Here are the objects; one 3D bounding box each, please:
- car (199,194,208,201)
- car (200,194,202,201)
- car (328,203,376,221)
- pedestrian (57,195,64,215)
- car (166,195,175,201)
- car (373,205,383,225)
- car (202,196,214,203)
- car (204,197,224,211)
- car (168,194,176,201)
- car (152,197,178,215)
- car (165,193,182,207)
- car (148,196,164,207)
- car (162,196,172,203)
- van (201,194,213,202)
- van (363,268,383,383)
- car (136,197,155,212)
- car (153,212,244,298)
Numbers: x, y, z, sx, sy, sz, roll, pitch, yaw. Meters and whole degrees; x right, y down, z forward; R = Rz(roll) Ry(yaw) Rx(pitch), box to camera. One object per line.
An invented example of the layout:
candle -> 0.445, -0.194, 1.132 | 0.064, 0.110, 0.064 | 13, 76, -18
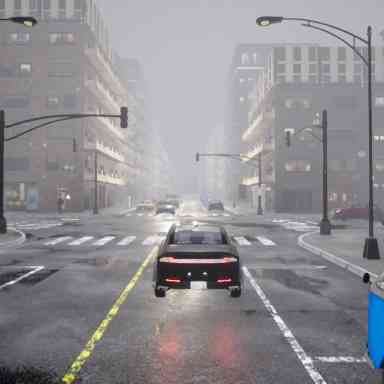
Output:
car -> 2.962, 1.354, 85.119 | 2.192, 1.841, 5.009 | 1, 0, 0
car -> 2.908, 1.554, 68.362 | 1.752, 1.417, 4.829 | 1, 0, 0
car -> 13.726, 1.609, 28.131 | 4.097, 1.590, 1.967 | 0, -1, 1
pedestrian -> -12.445, 1.218, 31.466 | 0.375, 1.860, 0.375 | 0, -1, 1
car -> -5.422, 1.590, 85.145 | 2.008, 1.369, 4.403 | 1, 0, 0
car -> 13.597, 1.583, 19.750 | 4.313, 1.339, 1.947 | 0, -1, 1
car -> 2.840, 1.568, 45.622 | 2.008, 1.369, 4.403 | 1, 0, 0
car -> 2.823, 1.581, 39.979 | 1.947, 1.339, 4.313 | 1, 0, 0
car -> -5.403, 1.483, 90.788 | 1.967, 1.590, 4.097 | 1, 0, 0
car -> -2.725, 1.560, 33.833 | 2.033, 1.411, 5.357 | 0, 0, -4
car -> -2.956, 1.236, 47.690 | 2.150, 2.045, 5.566 | 0, 1, 0
car -> -5.522, 1.460, 51.289 | 1.967, 1.590, 4.097 | 1, 0, 0
car -> -5.455, 1.577, 73.860 | 1.887, 1.381, 4.507 | 1, 0, 0
van -> 2.877, 1.364, 56.906 | 1.690, 1.788, 3.998 | 1, 0, 0
van -> 2.680, 1.342, 2.033 | 1.690, 1.788, 3.998 | 1, 0, 0
car -> -5.557, 1.540, 39.834 | 1.752, 1.417, 4.829 | 1, 0, 0
car -> 0.126, 1.494, 8.523 | 2.128, 1.511, 4.902 | 0, 0, 0
